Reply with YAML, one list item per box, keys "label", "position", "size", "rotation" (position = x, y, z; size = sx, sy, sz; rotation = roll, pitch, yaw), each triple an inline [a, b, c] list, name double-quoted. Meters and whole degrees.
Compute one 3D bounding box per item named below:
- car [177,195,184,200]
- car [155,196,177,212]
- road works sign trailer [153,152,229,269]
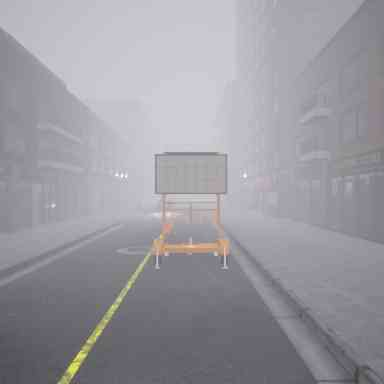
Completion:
- label: "car"
  position: [-3.304, 1.586, 93.483]
  size: [2.128, 1.511, 4.902]
  rotation: [0, 0, 0]
- label: "car"
  position: [-3.229, 1.513, 39.826]
  size: [2.128, 1.511, 4.902]
  rotation: [0, 0, 0]
- label: "road works sign trailer"
  position: [-0.029, 0.467, 11.182]
  size: [2.380, 3.560, 2.880]
  rotation: [0, 0, 0]
